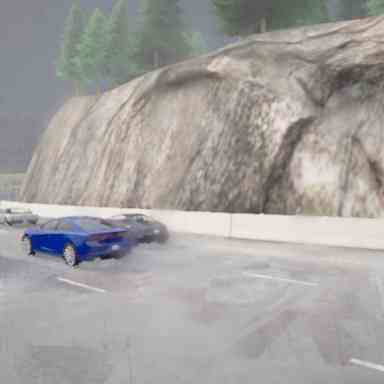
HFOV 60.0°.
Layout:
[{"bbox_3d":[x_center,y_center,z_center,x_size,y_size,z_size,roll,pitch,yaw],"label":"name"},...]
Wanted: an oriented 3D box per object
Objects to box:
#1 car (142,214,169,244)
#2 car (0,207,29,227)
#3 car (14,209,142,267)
[{"bbox_3d":[-3.022,1.665,15.445,4.181,1.385,1.994,-1,-1,41],"label":"car"},{"bbox_3d":[-13.247,1.802,24.875,1.895,1.301,4.718,0,0,-44],"label":"car"},{"bbox_3d":[-4.239,1.565,11.869,5.008,1.535,1.882,0,0,40],"label":"car"}]
